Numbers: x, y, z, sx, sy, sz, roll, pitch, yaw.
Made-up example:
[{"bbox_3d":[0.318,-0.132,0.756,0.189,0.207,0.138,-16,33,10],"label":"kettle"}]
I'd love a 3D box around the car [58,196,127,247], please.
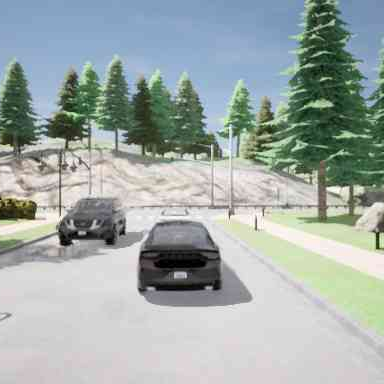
[{"bbox_3d":[-4.416,1.244,15.636,2.150,2.045,5.566,0,0,-4],"label":"car"}]

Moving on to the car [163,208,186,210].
[{"bbox_3d":[-1.074,1.632,20.697,1.895,1.301,4.718,0,0,-4],"label":"car"}]

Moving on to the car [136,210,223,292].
[{"bbox_3d":[-0.359,1.491,9.059,1.882,1.535,5.008,0,0,-3],"label":"car"}]
